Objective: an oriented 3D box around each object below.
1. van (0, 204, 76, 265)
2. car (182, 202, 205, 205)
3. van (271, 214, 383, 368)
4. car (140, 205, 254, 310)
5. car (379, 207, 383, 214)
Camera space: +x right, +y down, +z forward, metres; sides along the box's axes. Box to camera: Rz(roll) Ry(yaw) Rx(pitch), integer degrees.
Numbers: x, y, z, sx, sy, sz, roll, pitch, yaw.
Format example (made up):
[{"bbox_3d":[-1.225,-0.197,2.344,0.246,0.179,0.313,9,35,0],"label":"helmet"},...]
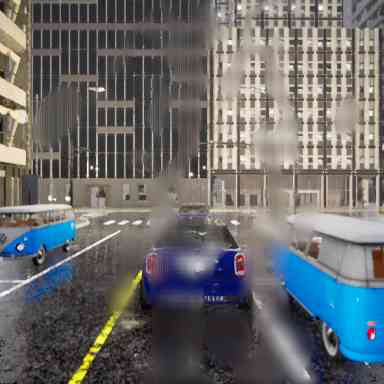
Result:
[{"bbox_3d":[-5.333,1.341,11.283,1.690,1.788,3.998,0,0,0],"label":"van"},{"bbox_3d":[0.088,1.352,18.015,2.097,1.767,4.553,0,0,0],"label":"car"},{"bbox_3d":[2.559,1.340,5.615,1.690,1.788,3.998,0,0,0],"label":"van"},{"bbox_3d":[0.085,1.351,7.988,2.097,1.767,4.553,0,0,0],"label":"car"},{"bbox_3d":[18.984,1.480,29.035,4.829,1.417,1.752,0,0,0],"label":"car"}]
